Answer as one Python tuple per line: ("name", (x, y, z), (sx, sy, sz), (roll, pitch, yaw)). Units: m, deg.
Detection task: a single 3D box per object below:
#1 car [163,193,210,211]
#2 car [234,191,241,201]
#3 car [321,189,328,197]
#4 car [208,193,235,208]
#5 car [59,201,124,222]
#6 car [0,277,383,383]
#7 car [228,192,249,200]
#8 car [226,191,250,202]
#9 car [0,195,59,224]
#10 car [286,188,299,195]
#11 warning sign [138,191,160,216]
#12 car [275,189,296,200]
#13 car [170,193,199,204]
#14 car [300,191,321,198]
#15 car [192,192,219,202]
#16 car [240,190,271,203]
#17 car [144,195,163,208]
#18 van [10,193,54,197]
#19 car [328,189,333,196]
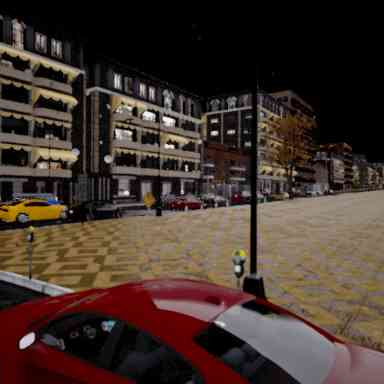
("car", (-0.484, 1.126, 32.965), (1.887, 1.381, 4.507), (2, 2, 35))
("car", (7.472, 0.631, 49.099), (2.097, 1.767, 4.553), (1, 1, 35))
("car", (28.063, 0.354, 74.161), (2.008, 1.369, 4.403), (2, 2, 35))
("car", (2.688, 1.044, 37.542), (2.008, 1.369, 4.403), (2, 2, 35))
("car", (-6.827, 1.323, 23.812), (1.947, 1.339, 4.313), (2, 2, 35))
("car", (-0.431, 1.544, 3.173), (4.507, 1.381, 1.887), (0, 0, 36))
("car", (8.488, 0.640, 60.626), (1.947, 1.339, 4.313), (2, 2, 35))
("car", (7.647, 0.685, 54.708), (1.882, 1.535, 5.008), (1, 1, 35))
("car", (-10.740, 1.258, 22.828), (1.882, 1.535, 5.008), (0, 1, 34))
("car", (24.349, -0.039, 83.506), (2.192, 1.841, 5.009), (2, 2, 35))
("warning sign", (-3.210, 0.846, 24.896), (1.300, 1.860, 1.060), (0, 0, 35))
("car", (15.473, 0.669, 55.992), (1.752, 1.417, 4.829), (2, 2, 35))
("car", (-1.028, 0.901, 46.893), (1.947, 1.339, 4.313), (2, 2, 35))
("car", (24.892, 0.439, 69.585), (2.008, 1.369, 4.403), (2, 2, 35))
("car", (2.144, 0.799, 51.470), (2.008, 1.369, 4.403), (2, 2, 35))
("car", (9.032, 0.870, 46.697), (2.008, 1.369, 4.403), (2, 2, 35))
("car", (-3.228, 1.023, 39.183), (2.033, 1.411, 5.357), (1, 1, 35))
("van", (-13.713, 1.026, 28.578), (1.690, 1.788, 3.998), (2, 2, 35))
("car", (34.407, 0.072, 83.314), (1.967, 1.590, 4.097), (2, 2, 35))
